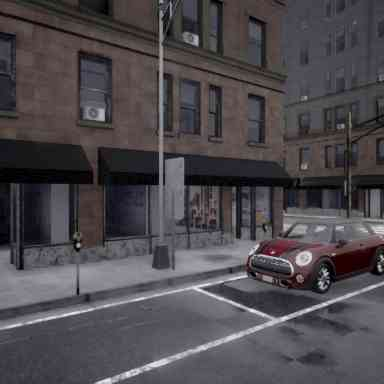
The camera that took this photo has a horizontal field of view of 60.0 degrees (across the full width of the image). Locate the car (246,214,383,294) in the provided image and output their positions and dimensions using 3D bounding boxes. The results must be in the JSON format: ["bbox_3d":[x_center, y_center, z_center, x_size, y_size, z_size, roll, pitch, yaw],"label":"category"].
[{"bbox_3d":[3.312,1.440,8.722,4.097,1.590,1.967,0,0,-37],"label":"car"}]
